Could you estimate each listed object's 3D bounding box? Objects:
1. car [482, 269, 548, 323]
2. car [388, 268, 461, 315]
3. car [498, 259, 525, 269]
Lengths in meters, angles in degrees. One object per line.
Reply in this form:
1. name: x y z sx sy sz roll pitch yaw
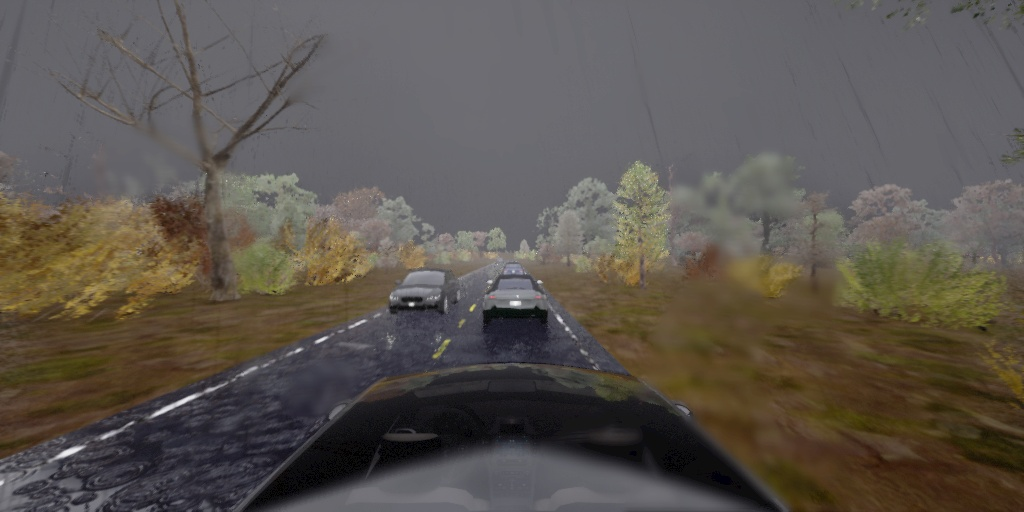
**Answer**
1. car: 0.099 1.294 12.077 1.994 1.385 4.181 0 0 0
2. car: -3.099 1.233 13.499 1.837 1.490 4.892 0 0 0
3. car: 0.099 1.244 30.142 2.033 1.411 5.357 0 0 0
